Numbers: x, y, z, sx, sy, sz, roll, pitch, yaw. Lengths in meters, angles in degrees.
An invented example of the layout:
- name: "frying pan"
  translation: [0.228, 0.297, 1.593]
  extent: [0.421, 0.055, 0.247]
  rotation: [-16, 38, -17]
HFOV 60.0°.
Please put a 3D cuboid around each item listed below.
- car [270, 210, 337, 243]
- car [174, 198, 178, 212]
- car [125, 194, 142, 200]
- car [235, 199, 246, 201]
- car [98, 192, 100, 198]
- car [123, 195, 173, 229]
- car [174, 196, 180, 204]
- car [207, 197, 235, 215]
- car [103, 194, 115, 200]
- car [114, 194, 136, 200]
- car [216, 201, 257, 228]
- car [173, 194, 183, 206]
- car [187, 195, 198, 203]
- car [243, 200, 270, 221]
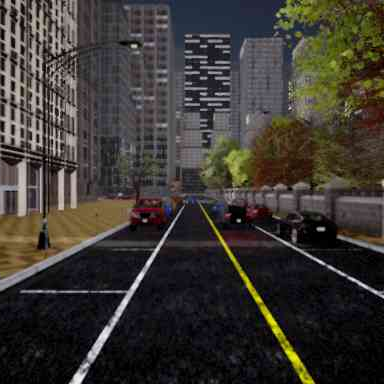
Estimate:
- name: "car"
  translation: [5.337, 1.576, 15.831]
  extent: [1.947, 1.339, 4.313]
  rotation: [0, 0, 0]
- name: "car"
  translation: [-2.662, 1.578, 32.575]
  extent: [1.802, 1.307, 4.206]
  rotation: [0, 0, 0]
- name: "car"
  translation: [-14.738, 1.210, 83.982]
  extent: [4.097, 1.590, 1.967]
  rotation: [1, -1, 1]
- name: "car"
  translation: [5.371, 1.447, 38.030]
  extent: [1.967, 1.590, 4.097]
  rotation: [0, 0, 0]
- name: "car"
  translation: [-25.787, 0.937, 84.224]
  extent: [5.009, 1.841, 2.192]
  rotation: [1, -1, 1]
- name: "car"
  translation: [-2.679, 1.313, 21.493]
  extent: [2.192, 1.841, 5.009]
  rotation: [0, 0, 0]
- name: "car"
  translation: [-2.654, 1.520, 37.946]
  extent: [1.752, 1.417, 4.829]
  rotation: [0, 0, 0]
- name: "car"
  translation: [2.831, 1.552, 34.072]
  extent: [2.033, 1.411, 5.357]
  rotation: [0, 0, 1]
- name: "car"
  translation: [-20.263, 1.136, 84.102]
  extent: [4.097, 1.590, 1.967]
  rotation: [1, -1, 1]
- name: "car"
  translation: [-14.896, 1.353, 76.102]
  extent: [4.206, 1.307, 1.802]
  rotation: [1, -1, 1]
- name: "car"
  translation: [2.805, 1.532, 22.053]
  extent: [1.812, 1.442, 4.674]
  rotation: [0, 0, 0]
- name: "car"
  translation: [-2.483, 1.306, 54.738]
  extent: [2.192, 1.841, 5.009]
  rotation: [0, 0, 0]
- name: "car"
  translation: [0.104, 1.469, 68.764]
  extent: [1.882, 1.535, 5.008]
  rotation: [0, 0, 0]
- name: "car"
  translation: [5.354, 1.591, 26.930]
  extent: [1.802, 1.307, 4.206]
  rotation: [0, 0, 0]
